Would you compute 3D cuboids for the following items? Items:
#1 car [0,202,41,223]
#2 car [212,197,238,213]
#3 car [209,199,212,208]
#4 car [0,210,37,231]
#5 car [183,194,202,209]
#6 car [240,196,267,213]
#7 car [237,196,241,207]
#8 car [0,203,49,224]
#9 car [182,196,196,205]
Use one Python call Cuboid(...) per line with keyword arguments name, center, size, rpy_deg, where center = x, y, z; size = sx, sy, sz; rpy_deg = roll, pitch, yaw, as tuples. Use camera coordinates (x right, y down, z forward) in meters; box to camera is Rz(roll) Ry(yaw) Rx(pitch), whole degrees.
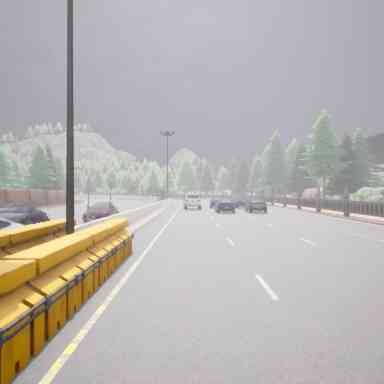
Cuboid(name="car", center=(-14.057, 1.564, 26.574), size=(1.994, 1.385, 4.181), rpy_deg=(0, 0, 0))
Cuboid(name="car", center=(3.605, 1.478, 37.013), size=(1.882, 1.535, 5.008), rpy_deg=(0, 0, 0))
Cuboid(name="car", center=(3.523, 1.478, 47.485), size=(1.882, 1.535, 5.008), rpy_deg=(0, 0, 0))
Cuboid(name="car", center=(-7.074, 1.526, 10.631), size=(1.812, 1.442, 4.674), rpy_deg=(0, 0, 0))
Cuboid(name="car", center=(0.097, 1.221, 44.238), size=(2.150, 2.045, 5.566), rpy_deg=(0, 0, 0))
Cuboid(name="car", center=(7.073, 1.491, 37.052), size=(2.128, 1.511, 4.902), rpy_deg=(0, 0, 0))
Cuboid(name="car", center=(7.015, 1.352, 46.952), size=(2.097, 1.767, 4.553), rpy_deg=(0, 0, 0))
Cuboid(name="car", center=(-10.509, 1.564, 20.444), size=(1.994, 1.385, 4.181), rpy_deg=(0, 0, 0))
Cuboid(name="car", center=(-0.529, 1.491, 58.742), size=(2.128, 1.511, 4.902), rpy_deg=(0, 0, -5))
